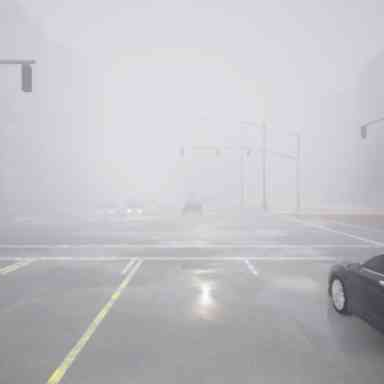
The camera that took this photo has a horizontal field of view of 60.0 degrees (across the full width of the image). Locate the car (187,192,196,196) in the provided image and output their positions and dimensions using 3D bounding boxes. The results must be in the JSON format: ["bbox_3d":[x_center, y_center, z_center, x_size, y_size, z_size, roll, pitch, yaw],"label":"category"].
[{"bbox_3d":[-0.098,1.198,69.059,2.097,1.767,4.553,0,0,0],"label":"car"}]

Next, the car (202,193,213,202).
[{"bbox_3d":[3.403,1.346,68.678,1.837,1.490,4.892,0,0,0],"label":"car"}]

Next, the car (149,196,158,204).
[{"bbox_3d":[-7.128,1.397,58.462,1.812,1.442,4.674,0,0,1],"label":"car"}]

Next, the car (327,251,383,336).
[{"bbox_3d":[3.572,1.494,4.633,1.837,1.490,4.892,0,0,0],"label":"car"}]

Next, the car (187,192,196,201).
[{"bbox_3d":[-0.112,0.941,79.120,2.150,2.045,5.566,0,0,0],"label":"car"}]

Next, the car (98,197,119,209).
[{"bbox_3d":[-10.645,1.430,42.644,1.812,1.442,4.674,0,0,0],"label":"car"}]

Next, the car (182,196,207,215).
[{"bbox_3d":[0.054,1.420,32.906,2.128,1.511,4.902,0,0,0],"label":"car"}]

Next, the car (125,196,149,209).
[{"bbox_3d":[-7.147,1.469,42.727,1.994,1.385,4.181,0,0,0],"label":"car"}]

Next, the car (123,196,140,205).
[{"bbox_3d":[-10.611,1.415,59.118,2.033,1.411,5.357,0,0,1],"label":"car"}]
